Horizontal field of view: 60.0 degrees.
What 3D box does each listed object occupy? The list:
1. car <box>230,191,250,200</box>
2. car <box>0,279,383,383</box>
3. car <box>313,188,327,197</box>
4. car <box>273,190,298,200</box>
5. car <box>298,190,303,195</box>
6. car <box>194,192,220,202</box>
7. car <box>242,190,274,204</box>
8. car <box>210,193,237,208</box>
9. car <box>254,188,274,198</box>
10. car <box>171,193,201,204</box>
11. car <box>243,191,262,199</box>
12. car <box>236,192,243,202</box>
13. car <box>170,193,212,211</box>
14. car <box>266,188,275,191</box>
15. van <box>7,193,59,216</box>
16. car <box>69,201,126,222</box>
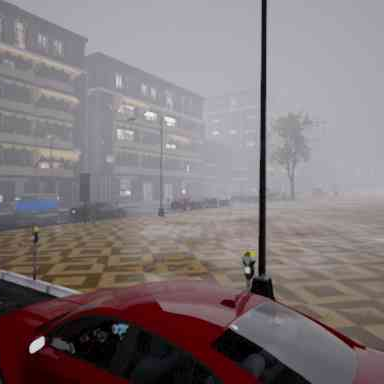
[{"bbox_3d":[8.762,0.628,60.518,1.947,1.339,4.313,2,2,35],"label":"car"},{"bbox_3d":[-0.310,1.543,3.090,4.507,1.381,1.887,0,1,36],"label":"car"},{"bbox_3d":[29.100,-0.007,75.579,2.150,2.045,5.566,1,1,35],"label":"car"},{"bbox_3d":[15.735,0.660,55.866,1.752,1.417,4.829,2,2,35],"label":"car"},{"bbox_3d":[27.866,0.092,87.931,1.887,1.381,4.507,2,2,35],"label":"car"},{"bbox_3d":[2.394,0.786,51.380,2.008,1.369,4.403,2,2,35],"label":"car"},{"bbox_3d":[9.269,0.861,46.588,2.008,1.369,4.403,2,2,35],"label":"car"},{"bbox_3d":[2.901,1.035,37.450,2.008,1.369,4.403,2,2,35],"label":"car"},{"bbox_3d":[15.133,0.205,69.649,2.192,1.841,5.009,2,2,35],"label":"car"},{"bbox_3d":[-0.790,0.888,46.811,1.947,1.339,4.313,2,2,35],"label":"car"},{"bbox_3d":[11.849,0.504,64.946,1.752,1.417,4.829,2,2,35],"label":"car"},{"bbox_3d":[7.361,0.771,48.471,2.128,1.511,4.902,1,1,34],"label":"car"},{"bbox_3d":[-0.284,1.117,32.881,1.887,1.381,4.507,2,2,35],"label":"car"},{"bbox_3d":[13.243,0.339,57.011,2.150,2.045,5.566,1,1,35],"label":"car"},{"bbox_3d":[-13.524,1.014,28.530,1.690,1.788,3.998,2,2,35],"label":"van"},{"bbox_3d":[-6.651,1.314,23.745,1.947,1.339,4.313,2,2,35],"label":"car"}]
